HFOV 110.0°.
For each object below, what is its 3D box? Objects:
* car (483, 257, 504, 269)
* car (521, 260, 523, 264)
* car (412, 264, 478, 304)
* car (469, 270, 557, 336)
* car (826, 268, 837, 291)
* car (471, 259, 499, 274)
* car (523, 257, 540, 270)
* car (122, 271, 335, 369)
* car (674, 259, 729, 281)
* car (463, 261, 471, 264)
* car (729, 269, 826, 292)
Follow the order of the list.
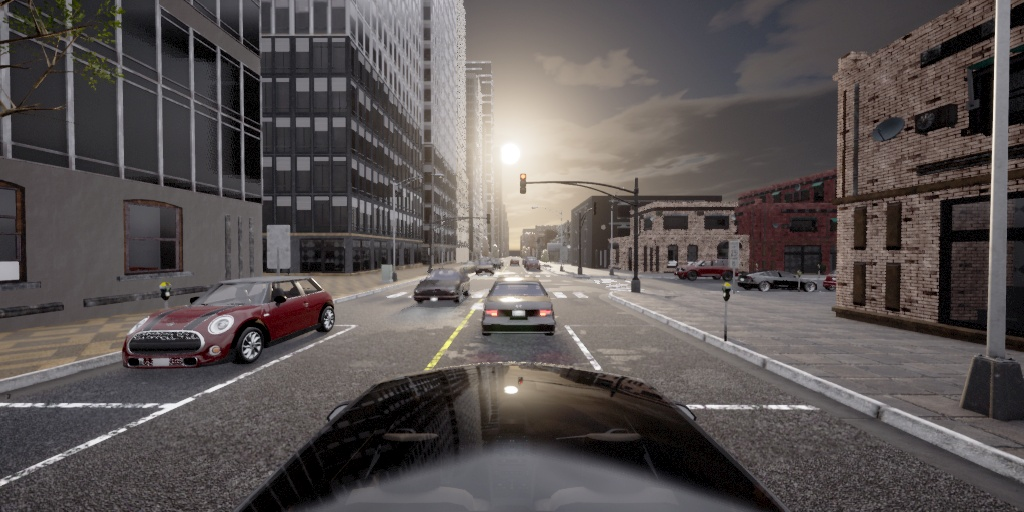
[{"bbox_3d":[-2.736,1.089,54.267,2.097,1.767,4.553,0,0,1],"label":"car"},{"bbox_3d":[3.099,1.051,62.553,2.192,1.841,5.009,0,0,0],"label":"car"},{"bbox_3d":[-3.006,1.293,16.541,2.033,1.411,5.357,0,0,0],"label":"car"},{"bbox_3d":[0.158,1.295,10.350,2.033,1.411,5.357,0,0,0],"label":"car"},{"bbox_3d":[22.097,1.473,22.403,4.097,1.591,1.967,0,0,1],"label":"car"},{"bbox_3d":[-2.850,1.288,38.679,2.033,1.411,5.357,0,0,0],"label":"car"},{"bbox_3d":[3.023,1.178,51.265,1.967,1.591,4.097,0,0,0],"label":"car"},{"bbox_3d":[-5.654,1.188,7.786,1.967,1.591,4.097,0,0,0],"label":"car"},{"bbox_3d":[16.713,1.164,30.889,5.009,1.841,2.192,0,0,1],"label":"car"},{"bbox_3d":[-5.534,1.265,45.564,1.751,1.417,4.829,0,0,0],"label":"car"},{"bbox_3d":[16.550,1.546,22.512,4.313,1.339,1.948,0,0,1],"label":"car"}]
